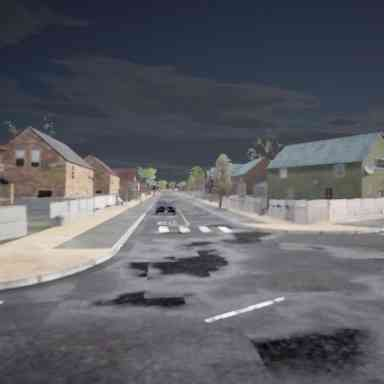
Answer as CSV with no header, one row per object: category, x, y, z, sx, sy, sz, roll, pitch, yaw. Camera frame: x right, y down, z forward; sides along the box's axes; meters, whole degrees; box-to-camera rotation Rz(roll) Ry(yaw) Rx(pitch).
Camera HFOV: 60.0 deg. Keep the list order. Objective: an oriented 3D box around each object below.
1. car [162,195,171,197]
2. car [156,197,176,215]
car,-4.104,1.185,52.702,1.837,1.490,4.892,1,0,-4
car,-2.434,1.404,31.251,1.895,1.301,4.718,1,0,-5
